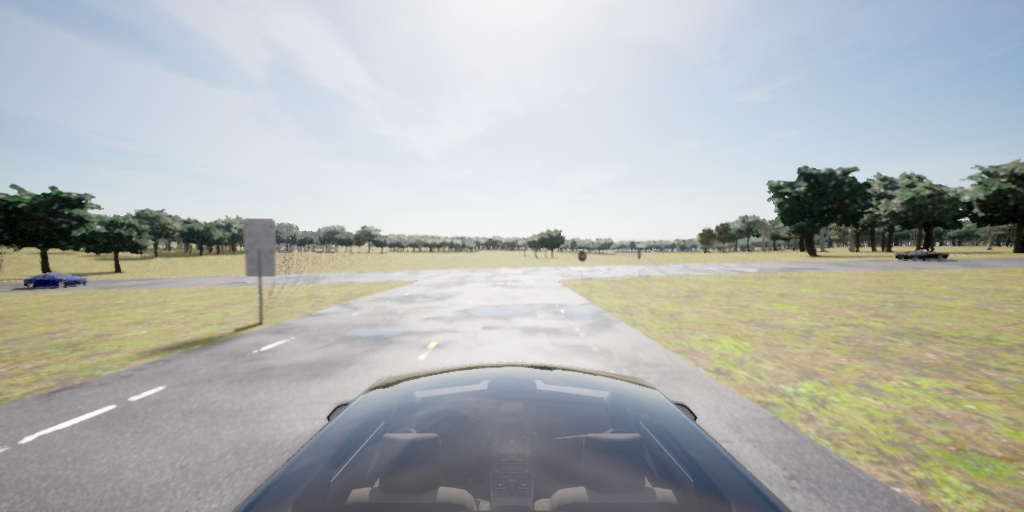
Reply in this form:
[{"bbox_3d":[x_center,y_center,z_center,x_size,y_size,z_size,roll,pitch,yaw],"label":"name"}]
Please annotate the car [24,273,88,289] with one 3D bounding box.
[{"bbox_3d":[-45.994,2.426,36.224,5.008,1.535,1.882,-2,2,0],"label":"car"}]
